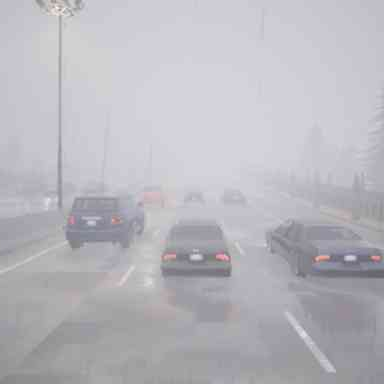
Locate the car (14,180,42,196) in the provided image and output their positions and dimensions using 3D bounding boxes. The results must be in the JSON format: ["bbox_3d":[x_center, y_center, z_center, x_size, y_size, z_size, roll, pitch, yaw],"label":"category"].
[{"bbox_3d":[-17.473,-0.530,36.359,2.128,1.511,4.902,0,7,0],"label":"car"}]

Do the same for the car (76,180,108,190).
[{"bbox_3d":[-10.477,-0.484,35.982,1.882,1.535,5.008,0,7,0],"label":"car"}]

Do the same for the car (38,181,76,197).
[{"bbox_3d":[-13.980,-0.398,35.767,2.033,1.411,5.357,0,7,0],"label":"car"}]

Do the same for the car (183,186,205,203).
[{"bbox_3d":[0.192,0.167,30.755,1.812,1.442,4.674,0,6,0],"label":"car"}]

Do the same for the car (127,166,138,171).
[{"bbox_3d":[-13.739,-5.396,76.855,1.882,1.535,5.008,0,7,0],"label":"car"}]

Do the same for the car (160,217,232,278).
[{"bbox_3d":[0.113,1.485,10.129,2.033,1.411,5.357,0,1,0],"label":"car"}]

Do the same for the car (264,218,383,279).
[{"bbox_3d":[3.613,1.496,10.067,2.033,1.411,5.357,0,1,0],"label":"car"}]

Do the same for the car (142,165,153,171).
[{"bbox_3d":[-10.238,-5.511,76.860,2.097,1.767,4.553,0,7,0],"label":"car"}]

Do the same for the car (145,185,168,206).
[{"bbox_3d":[-3.314,0.110,29.499,2.097,1.767,4.553,0,6,0],"label":"car"}]

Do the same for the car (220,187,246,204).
[{"bbox_3d":[3.690,0.250,30.407,1.994,1.385,4.181,0,6,0],"label":"car"}]

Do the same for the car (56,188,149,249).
[{"bbox_3d":[-3.366,1.037,13.870,2.150,2.045,5.566,0,2,0],"label":"car"}]
